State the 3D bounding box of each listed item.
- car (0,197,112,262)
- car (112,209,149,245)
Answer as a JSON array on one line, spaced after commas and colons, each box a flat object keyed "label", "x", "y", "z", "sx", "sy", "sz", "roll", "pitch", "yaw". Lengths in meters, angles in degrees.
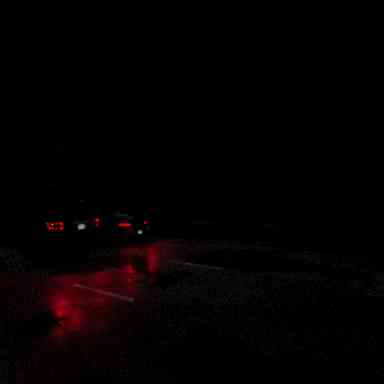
[{"label": "car", "x": -5.742, "y": 1.215, "z": 12.331, "sx": 5.566, "sy": 2.045, "sz": 2.150, "roll": 0, "pitch": 0, "yaw": 36}, {"label": "car", "x": -4.068, "y": 1.520, "z": 15.439, "sx": 4.674, "sy": 1.442, "sz": 1.812, "roll": 0, "pitch": 0, "yaw": 36}]
